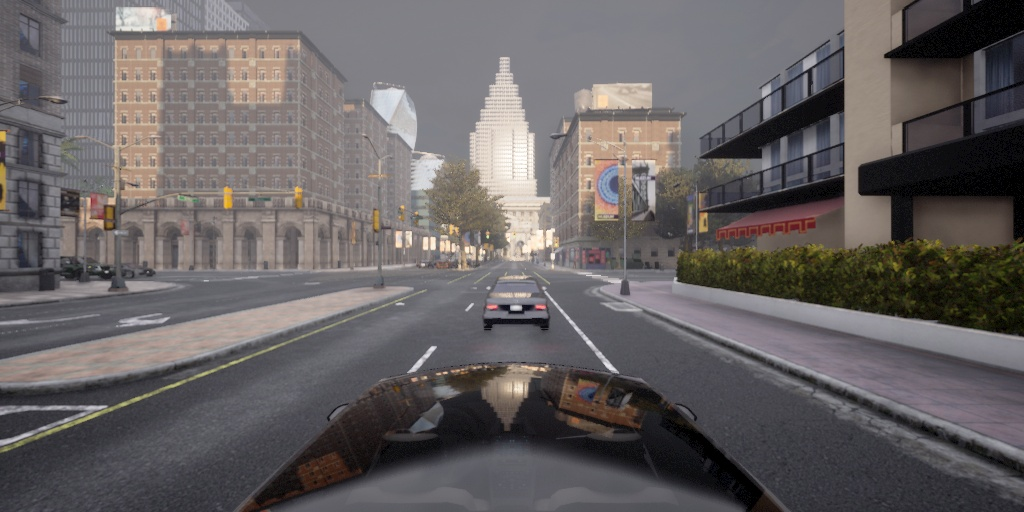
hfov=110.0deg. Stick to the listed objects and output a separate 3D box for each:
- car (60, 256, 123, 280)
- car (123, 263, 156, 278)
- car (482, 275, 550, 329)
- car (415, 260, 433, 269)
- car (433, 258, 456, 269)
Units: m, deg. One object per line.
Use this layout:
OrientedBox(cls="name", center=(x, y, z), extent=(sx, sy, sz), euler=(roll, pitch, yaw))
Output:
OrientedBox(cls="car", center=(-37.669, 1.026, 30.877), extent=(5.566, 2.045, 2.150), euler=(0, 0, 0))
OrientedBox(cls="car", center=(-36.897, 1.375, 34.379), extent=(4.181, 1.385, 1.994), euler=(0, 0, 0))
OrientedBox(cls="car", center=(0.134, 1.316, 11.256), extent=(2.033, 1.411, 5.357), euler=(0, 0, 1))
OrientedBox(cls="car", center=(-14.644, 1.354, 61.410), extent=(2.128, 1.511, 4.902), euler=(0, 0, 1))
OrientedBox(cls="car", center=(-11.170, 1.211, 59.531), extent=(2.097, 1.767, 4.553), euler=(0, 0, 1))
